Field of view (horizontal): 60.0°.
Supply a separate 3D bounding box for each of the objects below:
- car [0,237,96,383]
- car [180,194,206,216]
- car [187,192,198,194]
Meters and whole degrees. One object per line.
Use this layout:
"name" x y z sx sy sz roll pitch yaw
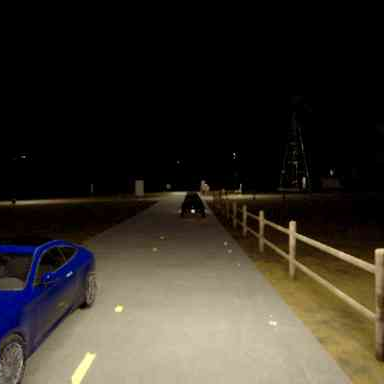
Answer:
"car" -2.835 1.498 5.088 1.812 1.442 4.674 0 0 0
"car" 0.081 1.155 27.520 1.837 1.490 4.892 0 1 0
"car" 0.029 0.756 41.751 1.882 1.535 5.008 0 2 0
